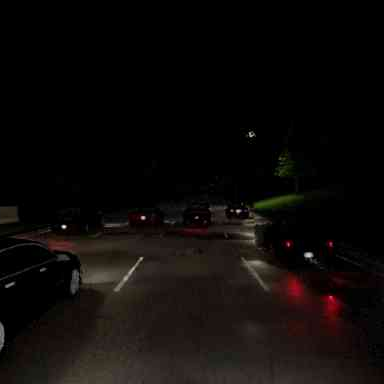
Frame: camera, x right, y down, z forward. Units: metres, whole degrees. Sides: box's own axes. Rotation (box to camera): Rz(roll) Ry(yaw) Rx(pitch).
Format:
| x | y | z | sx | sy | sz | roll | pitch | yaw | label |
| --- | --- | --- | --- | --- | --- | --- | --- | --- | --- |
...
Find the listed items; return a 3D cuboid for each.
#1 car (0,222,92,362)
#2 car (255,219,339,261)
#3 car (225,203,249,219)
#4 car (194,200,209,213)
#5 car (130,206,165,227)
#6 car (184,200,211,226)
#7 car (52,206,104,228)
| x | y | z | sx | sy | sz | roll | pitch | yaw | label |
| --- | --- | --- | --- | --- | --- | --- | --- | --- | --- |
| -3.399 | 1.531 | 5.592 | 1.837 | 1.490 | 4.892 | 0 | 0 | 0 | car |
| 3.625 | 1.659 | 12.491 | 1.895 | 1.301 | 4.718 | 0 | 0 | 0 | car |
| 4.172 | 1.690 | 31.027 | 2.033 | 1.411 | 5.357 | 0 | 0 | 3 | car |
| 1.207 | 1.714 | 41.168 | 1.812 | 1.442 | 4.674 | 0 | 0 | 3 | car |
| -3.119 | 1.673 | 23.748 | 1.994 | 1.385 | 4.181 | 0 | 0 | 2 | car |
| 0.416 | 1.592 | 24.799 | 1.882 | 1.535 | 5.008 | 0 | 0 | 2 | car |
| -6.735 | 1.597 | 20.070 | 1.837 | 1.490 | 4.892 | 0 | 0 | 1 | car |
